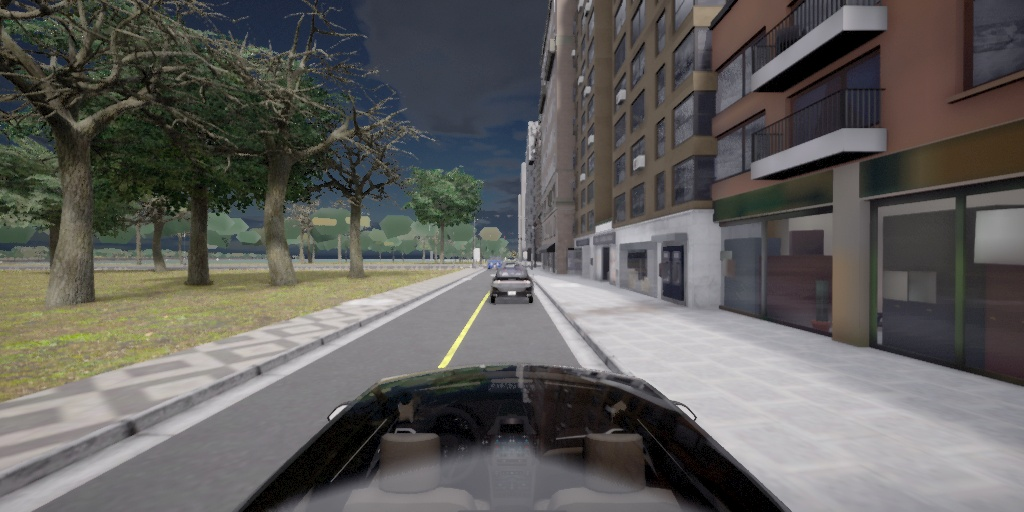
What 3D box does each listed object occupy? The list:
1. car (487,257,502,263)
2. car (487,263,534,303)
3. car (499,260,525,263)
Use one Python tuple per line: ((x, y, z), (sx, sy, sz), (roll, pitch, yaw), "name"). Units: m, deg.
((-2.500, 1.130, 54.473), (2.150, 2.045, 5.566), (0, 0, 0), "car")
((0.000, 1.244, 16.500), (2.128, 1.511, 4.902), (0, 0, 0), "car")
((0.000, 1.294, 31.501), (1.812, 1.442, 4.674), (0, 0, 0), "car")
